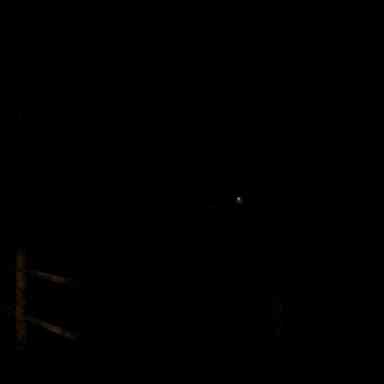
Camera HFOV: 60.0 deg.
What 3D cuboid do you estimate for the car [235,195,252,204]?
[{"bbox_3d":[9.316,1.270,60.313,2.097,1.767,4.553,-1,0,31],"label":"car"}]

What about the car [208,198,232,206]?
[{"bbox_3d":[4.472,1.548,52.069,1.895,1.301,4.718,-1,0,31],"label":"car"}]

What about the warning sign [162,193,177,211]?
[{"bbox_3d":[-2.423,1.102,35.803,1.300,1.860,1.060,-1,-1,31],"label":"warning sign"}]
